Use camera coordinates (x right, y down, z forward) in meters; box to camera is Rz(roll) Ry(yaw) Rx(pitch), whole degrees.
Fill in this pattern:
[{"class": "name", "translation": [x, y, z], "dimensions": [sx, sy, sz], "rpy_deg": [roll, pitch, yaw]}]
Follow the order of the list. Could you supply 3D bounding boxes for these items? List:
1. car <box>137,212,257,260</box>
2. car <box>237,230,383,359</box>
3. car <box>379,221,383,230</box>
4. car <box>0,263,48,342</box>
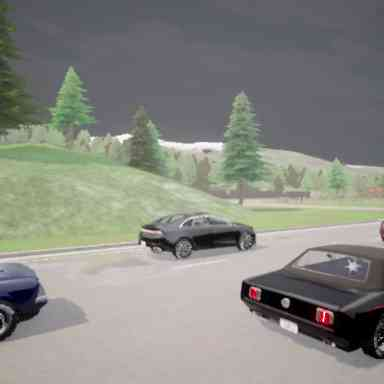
[{"class": "car", "translation": [0.340, 1.526, 12.587], "dimensions": [4.902, 1.511, 2.128], "rpy_deg": [0, 0, -36]}, {"class": "car", "translation": [3.193, 1.628, 6.025], "dimensions": [4.718, 1.301, 1.895], "rpy_deg": [0, 0, -35]}, {"class": "car", "translation": [10.567, 1.606, 15.581], "dimensions": [4.674, 1.442, 1.812], "rpy_deg": [0, 0, -36]}, {"class": "car", "translation": [-4.672, 1.595, 4.714], "dimensions": [4.718, 1.301, 1.895], "rpy_deg": [0, 0, -36]}]
